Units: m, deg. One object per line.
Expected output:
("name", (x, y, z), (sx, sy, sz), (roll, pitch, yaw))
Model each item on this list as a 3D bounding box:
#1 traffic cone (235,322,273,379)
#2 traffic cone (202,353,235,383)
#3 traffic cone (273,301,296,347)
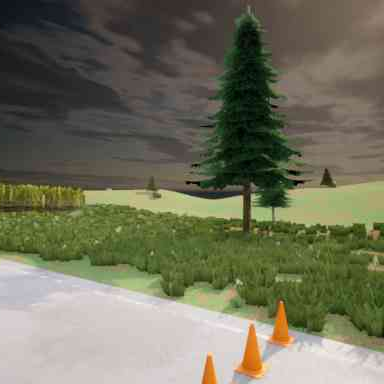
("traffic cone", (0.764, 1.955, 4.218), (0.340, 0.580, 0.340), (0, 0, 36))
("traffic cone", (0.179, 1.955, 3.406), (0.340, 0.580, 0.340), (0, 0, 36))
("traffic cone", (1.348, 1.955, 5.029), (0.340, 0.580, 0.340), (0, 0, 36))
